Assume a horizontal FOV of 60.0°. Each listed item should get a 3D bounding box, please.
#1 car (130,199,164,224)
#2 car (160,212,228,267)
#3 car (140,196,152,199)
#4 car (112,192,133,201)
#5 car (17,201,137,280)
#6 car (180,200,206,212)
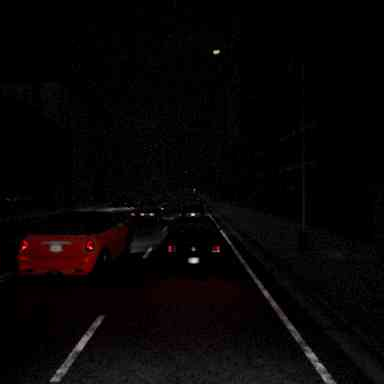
[{"bbox_3d":[-3.183,1.488,23.977,2.033,1.411,5.357,0,0,1],"label":"car"},{"bbox_3d":[0.071,1.575,11.288,1.895,1.301,4.718,0,0,0],"label":"car"},{"bbox_3d":[-6.546,1.370,46.977,1.837,1.490,4.892,0,0,0],"label":"car"},{"bbox_3d":[-9.797,1.086,47.075,2.150,2.045,5.566,0,0,0],"label":"car"},{"bbox_3d":[-3.189,1.330,9.980,2.097,1.767,4.553,0,0,1],"label":"car"},{"bbox_3d":[0.095,1.436,27.805,1.837,1.490,4.892,0,1,0],"label":"car"}]
